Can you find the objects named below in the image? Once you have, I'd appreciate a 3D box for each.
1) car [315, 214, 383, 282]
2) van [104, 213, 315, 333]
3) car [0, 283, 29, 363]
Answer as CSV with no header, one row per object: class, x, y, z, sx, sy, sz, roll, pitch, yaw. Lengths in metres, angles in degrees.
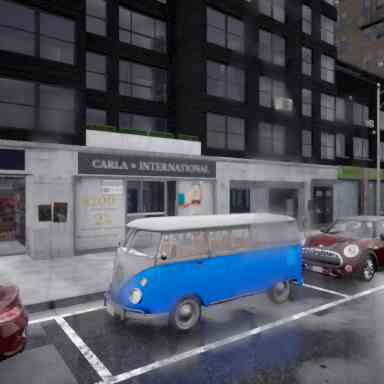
car,4.815,1.440,9.648,4.097,1.590,1.967,0,0,-36
van,0.416,1.341,6.494,3.998,1.788,1.690,0,0,-36
car,-3.983,1.582,3.340,4.206,1.307,1.802,0,0,-36
